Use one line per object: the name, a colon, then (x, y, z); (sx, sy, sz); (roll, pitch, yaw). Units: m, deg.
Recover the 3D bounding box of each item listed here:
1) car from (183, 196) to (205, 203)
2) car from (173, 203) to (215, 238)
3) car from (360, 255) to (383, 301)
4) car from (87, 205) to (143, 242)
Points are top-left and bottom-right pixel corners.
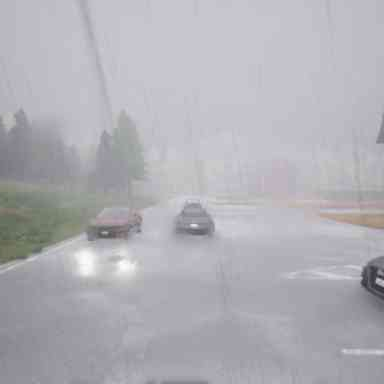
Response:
car: (0.084, 1.386, 33.112); (1.812, 1.442, 4.674); (0, 0, 0)
car: (0.097, 1.491, 17.141); (1.994, 1.385, 4.181); (0, 0, 0)
car: (5.557, 1.523, 6.329); (4.181, 1.381, 1.994); (0, 0, -1)
car: (-3.602, 1.409, 16.259); (1.882, 1.535, 5.008); (0, 0, 0)
